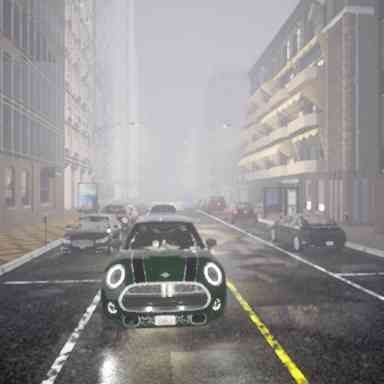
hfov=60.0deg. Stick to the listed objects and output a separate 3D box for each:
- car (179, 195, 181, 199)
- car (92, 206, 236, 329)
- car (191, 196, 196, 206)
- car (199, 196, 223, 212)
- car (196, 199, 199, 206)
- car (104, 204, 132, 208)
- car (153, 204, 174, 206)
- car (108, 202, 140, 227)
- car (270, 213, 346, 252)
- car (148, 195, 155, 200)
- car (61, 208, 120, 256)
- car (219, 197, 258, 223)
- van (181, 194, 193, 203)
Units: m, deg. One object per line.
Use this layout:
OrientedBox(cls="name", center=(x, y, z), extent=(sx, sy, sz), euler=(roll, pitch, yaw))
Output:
OrientedBox(cls="car", center=(-1.272, 1.601, 75.595), extent=(1.947, 1.339, 4.313), euler=(0, 0, -5))
OrientedBox(cls="car", center=(-0.614, 1.352, 7.270), extent=(2.097, 1.767, 4.553), euler=(0, 0, -5))
OrientedBox(cls="car", center=(1.391, 1.593, 47.478), extent=(1.802, 1.307, 4.206), euler=(0, 0, -5))
OrientedBox(cls="car", center=(2.458, 1.322, 36.231), extent=(2.192, 1.841, 5.009), euler=(0, 0, -5))
OrientedBox(cls="car", center=(1.924, 1.591, 41.855), extent=(1.802, 1.307, 4.206), euler=(0, 0, -5))
OrientedBox(cls="car", center=(-4.288, 1.442, 18.571), extent=(1.967, 1.590, 4.097), euler=(0, 0, -5))
OrientedBox(cls="car", center=(-1.779, 1.480, 20.632), extent=(1.882, 1.535, 5.008), euler=(0, 0, -5))
OrientedBox(cls="car", center=(-4.804, 1.529, 24.024), extent=(1.752, 1.417, 4.829), euler=(0, 0, -5))
OrientedBox(cls="car", center=(4.589, 1.551, 13.738), extent=(2.008, 1.369, 4.403), euler=(0, 0, -5))
OrientedBox(cls="car", center=(-11.215, 1.494, 91.675), extent=(1.967, 1.590, 4.097), euler=(0, 0, -5))
OrientedBox(cls="car", center=(-3.754, 1.552, 12.947), extent=(2.008, 1.369, 4.403), euler=(0, 0, -5))
OrientedBox(cls="car", center=(3.523, 1.443, 24.984), extent=(1.967, 1.590, 4.097), euler=(0, 0, -5))
OrientedBox(cls="van", center=(-0.740, 1.371, 69.971), extent=(1.690, 1.788, 3.998), euler=(0, 0, -5))
